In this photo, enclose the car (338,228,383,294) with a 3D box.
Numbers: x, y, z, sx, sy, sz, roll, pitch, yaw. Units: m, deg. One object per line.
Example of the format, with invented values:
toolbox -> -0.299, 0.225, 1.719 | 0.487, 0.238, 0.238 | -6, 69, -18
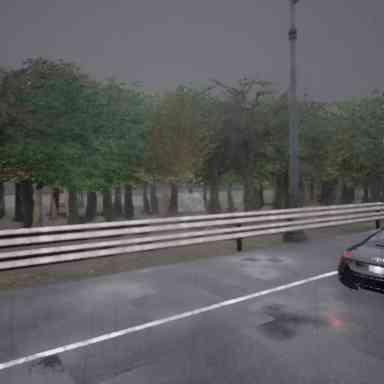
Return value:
car -> 5.177, 1.414, 7.479 | 4.181, 1.385, 1.994 | -1, 1, -35
